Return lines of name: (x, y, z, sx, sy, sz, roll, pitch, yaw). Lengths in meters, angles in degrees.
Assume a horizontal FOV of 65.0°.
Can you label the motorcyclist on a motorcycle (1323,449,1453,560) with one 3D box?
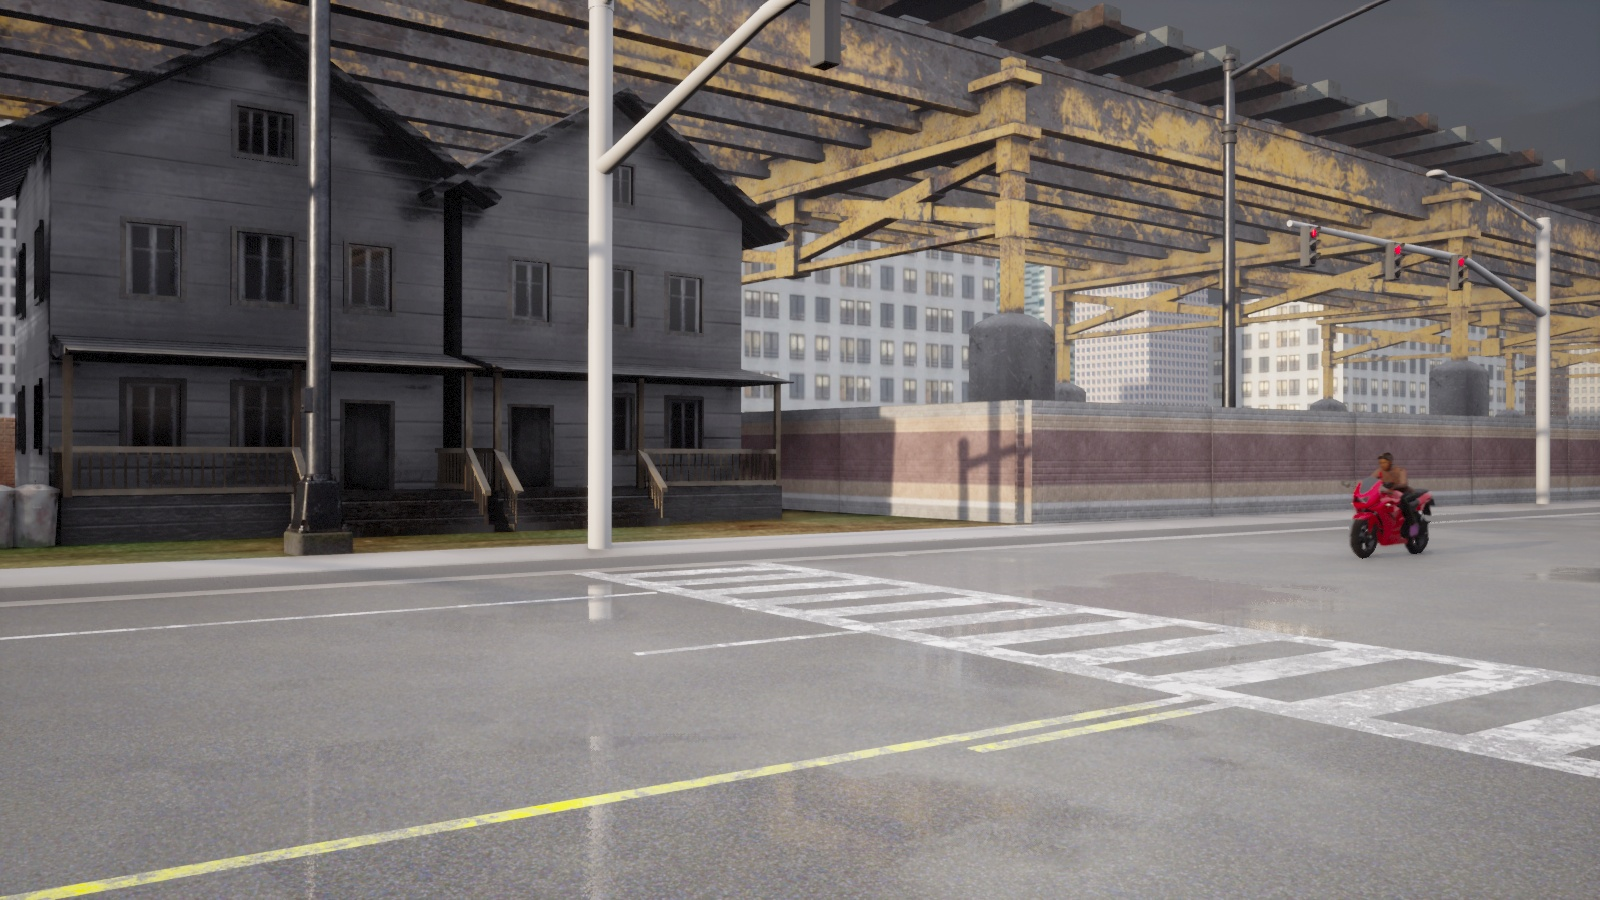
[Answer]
motorcyclist on a motorcycle: (8.544, 0.753, 18.218, 2.044, 1.523, 0.797, 0, 0, -35)
